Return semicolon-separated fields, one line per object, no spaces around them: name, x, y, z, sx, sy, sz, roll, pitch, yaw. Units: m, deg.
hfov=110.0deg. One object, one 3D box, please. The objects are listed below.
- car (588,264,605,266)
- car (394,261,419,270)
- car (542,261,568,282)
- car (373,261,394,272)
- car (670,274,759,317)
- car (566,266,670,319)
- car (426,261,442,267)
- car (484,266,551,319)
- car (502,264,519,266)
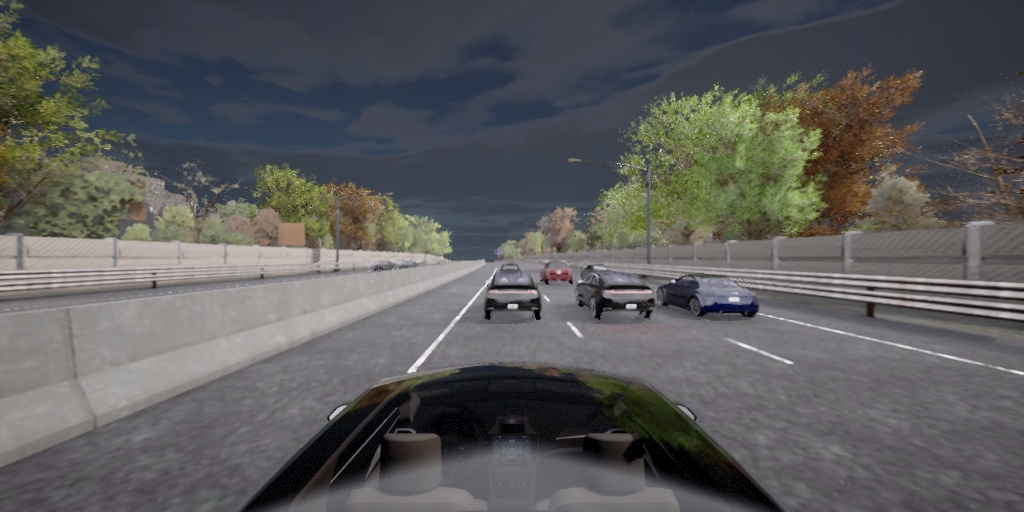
car;6.846;1.382;29.191;1.812;1.442;4.674;0;0;-1
car;-14.793;1.490;51.781;2.033;1.411;5.357;0;0;-1
car;3.358;1.202;27.898;2.097;1.767;4.553;0;0;-1
car;-18.299;1.490;51.732;2.033;1.411;5.357;0;0;-1
car;7.028;1.356;13.358;1.994;1.385;4.181;0;0;0
car;3.522;1.285;13.009;2.128;1.511;4.902;0;0;0
car;-11.310;1.471;52.343;1.812;1.442;4.674;0;0;-1
car;0.022;1.286;13.033;2.128;1.511;4.902;0;0;0
car;-0.143;1.360;28.236;1.837;1.490;4.892;0;0;-1
